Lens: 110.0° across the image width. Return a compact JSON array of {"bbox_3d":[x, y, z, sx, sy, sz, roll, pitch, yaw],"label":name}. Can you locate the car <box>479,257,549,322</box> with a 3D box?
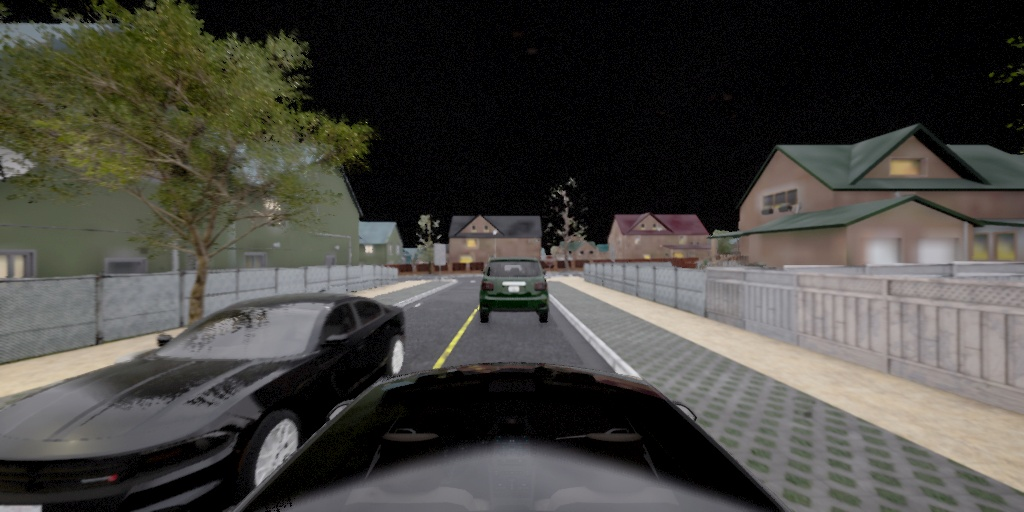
[{"bbox_3d":[0.079,1.068,12.904,2.150,2.045,5.566,0,-1,0],"label":"car"}]

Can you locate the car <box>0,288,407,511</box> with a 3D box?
[{"bbox_3d":[-2.850,1.252,4.580,1.882,1.535,5.008,0,0,0],"label":"car"}]
